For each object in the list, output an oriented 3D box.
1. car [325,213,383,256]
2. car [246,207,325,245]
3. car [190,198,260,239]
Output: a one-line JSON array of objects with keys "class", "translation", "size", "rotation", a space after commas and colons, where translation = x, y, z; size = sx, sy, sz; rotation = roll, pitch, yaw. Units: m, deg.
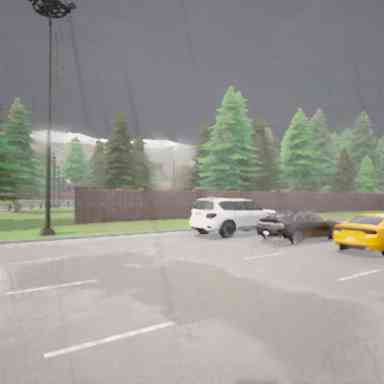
[{"class": "car", "translation": [7.933, 1.627, 13.806], "size": [5.008, 1.535, 1.882], "rotation": [0, 0, -35]}, {"class": "car", "translation": [5.291, 1.635, 16.227], "size": [4.902, 1.511, 2.128], "rotation": [1, 0, -35]}, {"class": "car", "translation": [2.485, 1.357, 18.535], "size": [5.566, 2.045, 2.150], "rotation": [0, 0, -35]}]
